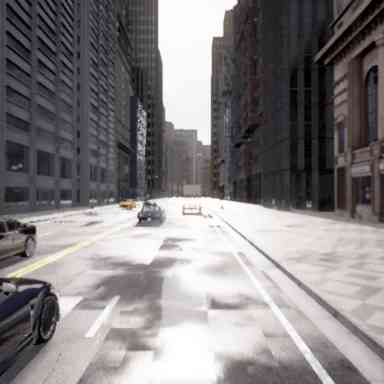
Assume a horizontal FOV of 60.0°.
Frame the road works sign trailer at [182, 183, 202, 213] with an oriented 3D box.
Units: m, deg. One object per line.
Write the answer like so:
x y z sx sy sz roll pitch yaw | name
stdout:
-0.009 0.728 41.033 2.380 3.560 2.880 0 0 0 | road works sign trailer

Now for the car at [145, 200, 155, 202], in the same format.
-6.582 1.919 51.845 1.994 1.385 4.181 0 0 0 | car

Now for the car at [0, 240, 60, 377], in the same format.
-3.151 1.583 3.795 1.994 1.385 4.181 0 0 0 | car

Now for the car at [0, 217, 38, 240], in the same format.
-6.602 1.534 10.225 1.882 1.535 5.008 0 0 0 | car

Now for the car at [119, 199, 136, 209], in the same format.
-9.832 1.825 51.020 1.882 1.535 5.008 0 -1 0 | car

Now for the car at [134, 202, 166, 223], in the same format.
-3.157 1.762 26.838 1.895 1.301 4.718 0 0 0 | car
